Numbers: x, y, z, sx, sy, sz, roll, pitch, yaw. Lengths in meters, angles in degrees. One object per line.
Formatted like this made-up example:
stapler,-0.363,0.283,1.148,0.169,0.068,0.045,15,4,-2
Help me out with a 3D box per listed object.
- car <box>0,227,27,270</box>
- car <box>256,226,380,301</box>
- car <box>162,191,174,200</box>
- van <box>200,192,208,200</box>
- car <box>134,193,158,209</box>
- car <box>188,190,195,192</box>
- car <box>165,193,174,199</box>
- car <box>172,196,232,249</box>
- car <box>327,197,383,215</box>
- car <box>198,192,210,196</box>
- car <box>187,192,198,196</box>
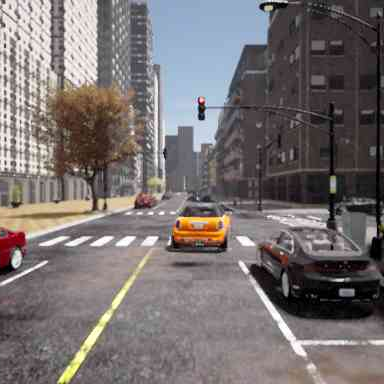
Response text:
car,-5.696,1.483,7.939,1.887,1.381,4.507,0,0,0
car,2.684,1.489,7.944,2.008,1.369,4.403,0,0,0
car,-5.734,1.060,73.463,1.947,1.339,4.313,0,0,0
van,2.647,0.835,73.466,1.690,1.788,3.998,0,0,0
car,-5.715,1.025,40.325,2.192,1.841,5.009,0,0,0
car,-0.045,0.530,80.099,2.150,2.045,5.566,0,0,0
car,-5.740,0.980,84.509,2.008,1.369,4.403,0,0,0
car,0.577,1.244,14.195,2.097,1.767,4.553,0,0,9
car,13.410,1.138,27.353,4.403,1.369,2.008,-1,1,-1
car,2.654,1.128,62.422,1.947,1.339,4.313,0,0,0
car,-0.041,1.103,70.097,1.895,1.301,4.718,0,0,0
